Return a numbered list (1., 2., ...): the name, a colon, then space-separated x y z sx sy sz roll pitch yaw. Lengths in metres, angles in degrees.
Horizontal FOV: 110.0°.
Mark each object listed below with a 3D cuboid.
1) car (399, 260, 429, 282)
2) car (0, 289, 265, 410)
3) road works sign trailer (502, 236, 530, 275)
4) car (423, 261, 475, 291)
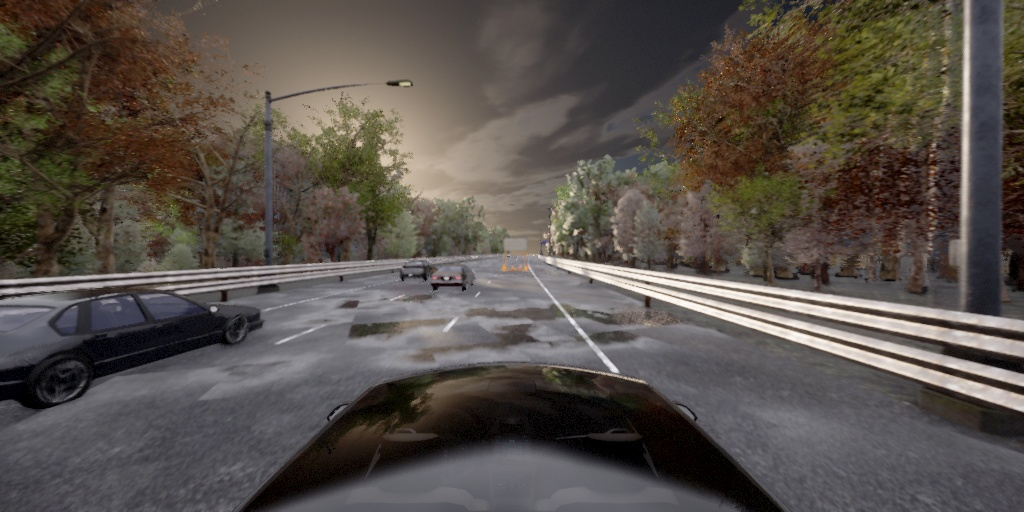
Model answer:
1. car: -6.703 1.044 26.246 2.128 1.511 4.902 0 0 1
2. car: -6.846 1.267 6.103 2.033 1.411 5.357 0 0 0
3. road works sign trailer: 0.314 -0.046 33.639 2.380 3.560 2.880 0 0 2
4. car: -3.282 1.146 20.598 2.033 1.411 5.357 0 0 1
